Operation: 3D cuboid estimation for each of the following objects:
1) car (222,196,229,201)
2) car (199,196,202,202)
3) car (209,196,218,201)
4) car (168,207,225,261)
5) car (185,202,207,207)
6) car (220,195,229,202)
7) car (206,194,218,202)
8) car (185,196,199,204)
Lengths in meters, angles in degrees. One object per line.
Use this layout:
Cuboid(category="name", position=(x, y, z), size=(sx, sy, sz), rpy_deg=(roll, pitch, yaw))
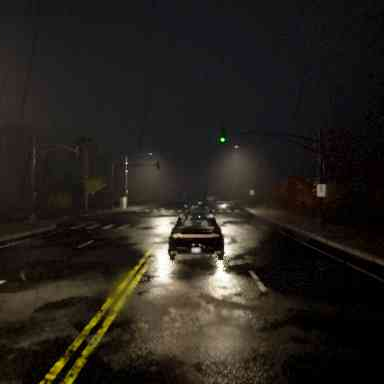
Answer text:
Cuboid(category="car", position=(9.096, 1.707, 89.619), size=(1.812, 1.442, 4.674), rpy_deg=(0, 0, 7))
Cuboid(category="car", position=(1.410, 1.732, 80.319), size=(2.033, 1.411, 5.357), rpy_deg=(0, 0, 7))
Cuboid(category="car", position=(5.872, 1.726, 90.029), size=(2.033, 1.411, 5.357), rpy_deg=(0, 0, 7))
Cuboid(category="car", position=(0.167, 1.545, 12.415), size=(2.128, 1.511, 4.902), rpy_deg=(0, 0, 1))
Cuboid(category="car", position=(0.580, 1.695, 24.664), size=(1.895, 1.301, 4.718), rpy_deg=(0, 0, 2))
Cuboid(category="car", position=(7.887, 1.545, 79.749), size=(2.097, 1.767, 4.553), rpy_deg=(0, 0, 7))
Cuboid(category="car", position=(4.618, 1.417, 79.750), size=(2.150, 2.045, 5.566), rpy_deg=(0, 0, 7))
Cuboid(category="car", position=(-0.283, 1.730, 64.041), size=(2.033, 1.411, 5.357), rpy_deg=(0, 0, 6))
